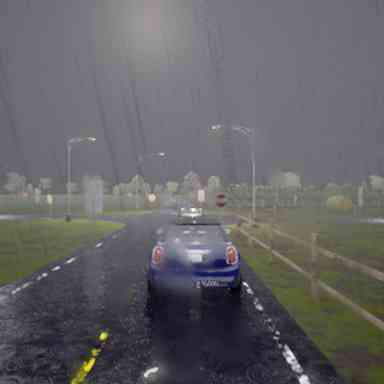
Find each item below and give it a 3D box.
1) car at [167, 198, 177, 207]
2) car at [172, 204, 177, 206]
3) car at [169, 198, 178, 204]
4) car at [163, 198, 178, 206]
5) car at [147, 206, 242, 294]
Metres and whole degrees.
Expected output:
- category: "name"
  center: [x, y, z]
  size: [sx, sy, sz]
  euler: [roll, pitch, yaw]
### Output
- category: "car"
  center: [-3.969, 2.125, 67.723]
  size: [1.882, 1.535, 5.008]
  euler: [0, 0, -2]
- category: "car"
  center: [-0.039, 1.689, 19.728]
  size: [2.128, 1.511, 4.902]
  euler: [0, -1, -1]
- category: "car"
  center: [-4.550, 2.310, 83.214]
  size: [2.033, 1.411, 5.357]
  euler: [0, 0, -2]
- category: "car"
  center: [-3.596, 2.014, 52.602]
  size: [1.837, 1.490, 4.892]
  euler: [0, 0, -1]
- category: "car"
  center: [0.055, 1.445, 9.197]
  size: [2.097, 1.767, 4.553]
  euler: [0, -1, 0]
